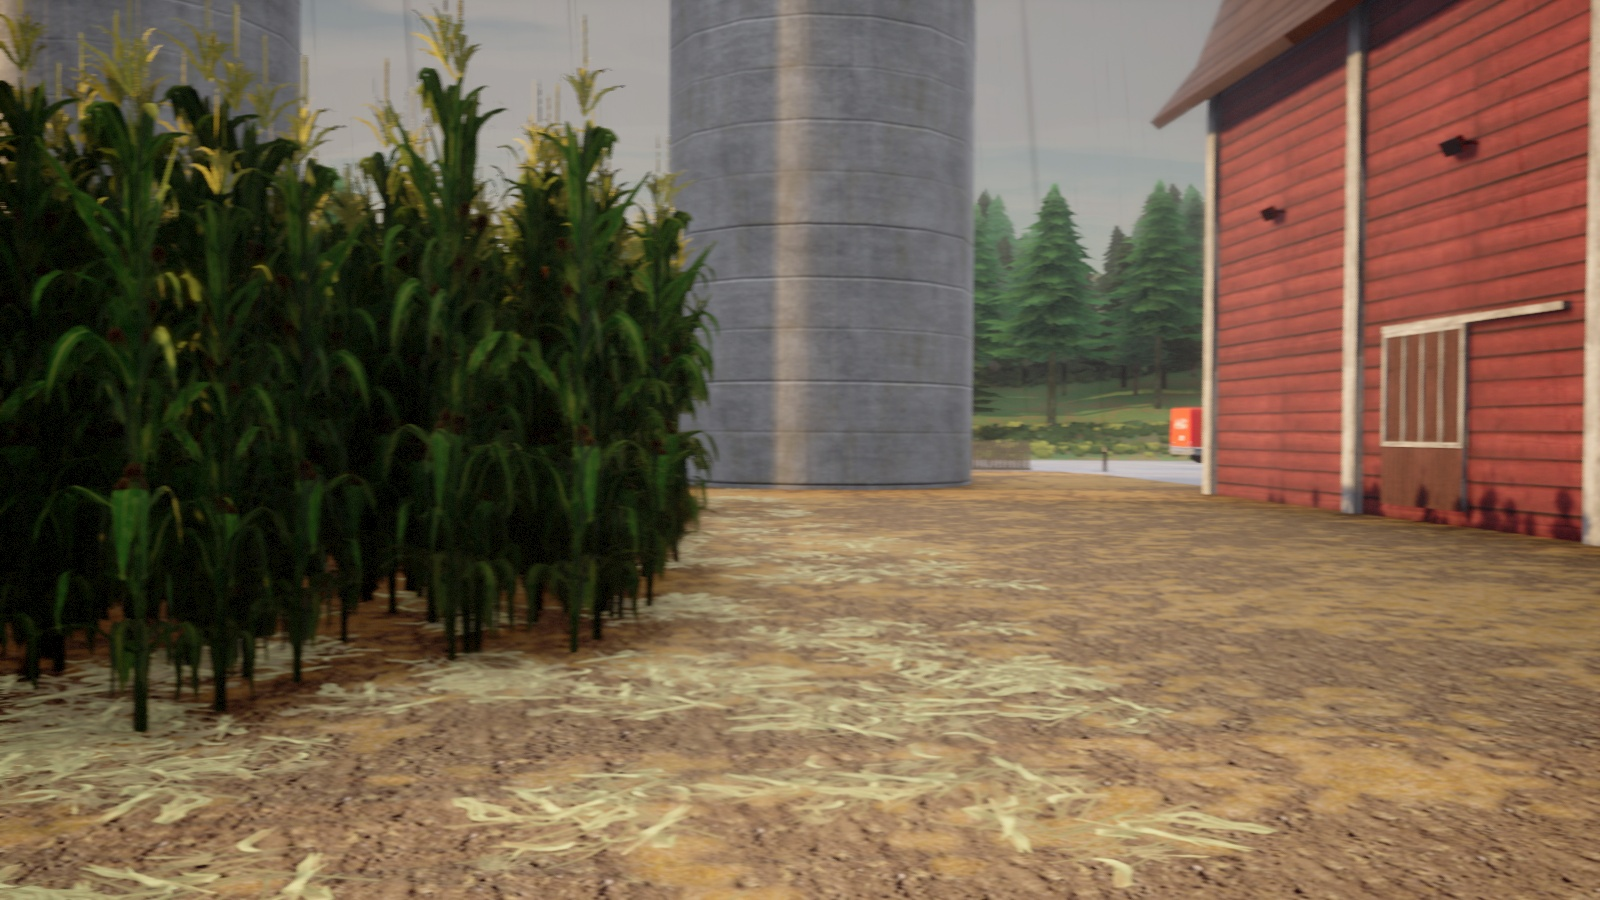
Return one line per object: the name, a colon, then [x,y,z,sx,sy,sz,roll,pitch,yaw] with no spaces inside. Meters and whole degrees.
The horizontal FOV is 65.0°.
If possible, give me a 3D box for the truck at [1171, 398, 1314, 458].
truck: [19.069,-0.963,54.317,5.204,2.467,2.627,-1,1,-5]
